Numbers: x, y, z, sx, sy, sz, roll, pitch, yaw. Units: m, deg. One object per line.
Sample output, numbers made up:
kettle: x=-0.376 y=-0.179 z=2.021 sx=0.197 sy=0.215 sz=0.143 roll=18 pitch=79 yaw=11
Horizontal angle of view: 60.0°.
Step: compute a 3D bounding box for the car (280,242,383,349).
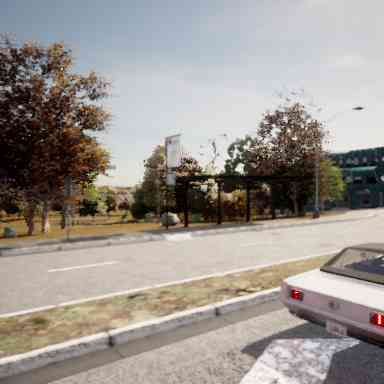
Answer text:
car: x=3.782 y=1.570 z=5.831 sx=4.718 sy=1.301 sz=1.895 roll=0 pitch=0 yaw=-36
